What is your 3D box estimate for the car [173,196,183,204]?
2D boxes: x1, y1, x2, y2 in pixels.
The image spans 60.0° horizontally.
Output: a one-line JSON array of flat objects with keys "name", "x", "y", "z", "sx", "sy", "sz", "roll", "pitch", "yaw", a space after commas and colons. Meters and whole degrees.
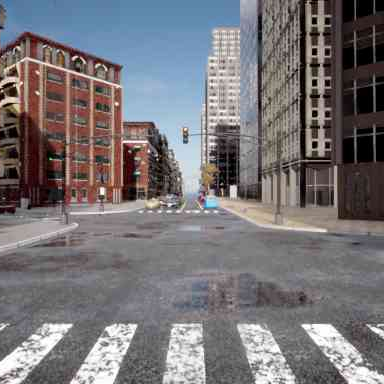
[{"name": "car", "x": -2.774, "y": 1.621, "z": 66.435, "sx": 1.812, "sy": 1.442, "sz": 4.674, "roll": 0, "pitch": 0, "yaw": 1}]

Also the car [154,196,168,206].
[{"name": "car", "x": -5.311, "y": 1.510, "z": 56.897, "sx": 1.967, "sy": 1.590, "sz": 4.097, "roll": 0, "pitch": 0, "yaw": 0}]

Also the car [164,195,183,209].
[{"name": "car", "x": -2.812, "y": 1.537, "z": 45.981, "sx": 2.128, "sy": 1.511, "sz": 4.902, "roll": 0, "pitch": 0, "yaw": 2}]

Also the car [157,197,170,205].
[{"name": "car", "x": -5.312, "y": 1.650, "z": 62.449, "sx": 1.947, "sy": 1.339, "sz": 4.313, "roll": 0, "pitch": 0, "yaw": 0}]

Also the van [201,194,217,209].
[{"name": "van", "x": 2.570, "y": 1.386, "z": 45.791, "sx": 1.690, "sy": 1.788, "sz": 3.998, "roll": 0, "pitch": 0, "yaw": 0}]

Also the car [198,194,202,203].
[{"name": "car", "x": 2.569, "y": 1.645, "z": 68.001, "sx": 1.887, "sy": 1.381, "sz": 4.507, "roll": 0, "pitch": 0, "yaw": 0}]

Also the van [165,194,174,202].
[{"name": "van", "x": -5.311, "y": 1.474, "z": 79.105, "sx": 1.690, "sy": 1.788, "sz": 3.998, "roll": 0, "pitch": 0, "yaw": 0}]

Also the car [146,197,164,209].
[{"name": "car", "x": -5.311, "y": 1.570, "z": 45.621, "sx": 1.752, "sy": 1.417, "sz": 4.829, "roll": 0, "pitch": 0, "yaw": 0}]

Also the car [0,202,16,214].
[{"name": "car", "x": -21.145, "y": 1.790, "z": 36.464, "sx": 4.718, "sy": 1.301, "sz": 1.895, "roll": -1, "pitch": -1, "yaw": 41}]
